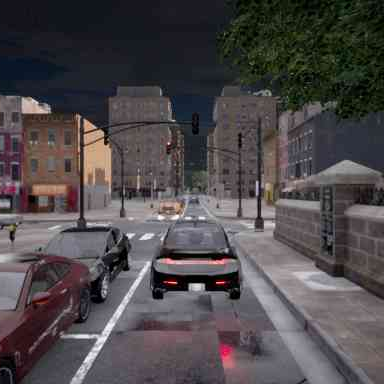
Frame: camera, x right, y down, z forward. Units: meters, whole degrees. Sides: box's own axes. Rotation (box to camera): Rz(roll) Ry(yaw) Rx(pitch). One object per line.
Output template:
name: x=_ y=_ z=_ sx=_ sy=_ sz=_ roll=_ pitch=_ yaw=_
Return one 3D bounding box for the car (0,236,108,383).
car: x=-2.632 y=1.582 z=4.545 sx=1.802 sy=1.307 sz=4.206 roll=0 pitch=0 yaw=0

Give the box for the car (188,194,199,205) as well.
car: x=0.343 y=1.509 z=60.418 sx=1.812 sy=1.442 sz=4.674 roll=0 pitch=0 yaw=0

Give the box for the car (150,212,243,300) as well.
car: x=0.093 y=1.491 z=8.386 sx=2.128 sy=1.511 sz=4.902 roll=0 pitch=0 yaw=0

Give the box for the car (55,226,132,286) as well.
car: x=-2.629 y=1.565 z=8.207 sx=1.947 sy=1.339 sz=4.313 roll=0 pitch=0 yaw=0

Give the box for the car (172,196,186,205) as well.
car: x=-2.238 y=1.473 z=58.640 sx=2.128 sy=1.511 sz=4.902 roll=0 pitch=0 yaw=0

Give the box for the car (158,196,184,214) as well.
car: x=-2.286 y=1.343 z=34.782 sx=2.097 sy=1.767 sz=4.553 roll=0 pitch=0 yaw=1

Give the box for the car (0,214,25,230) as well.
car: x=-13.315 y=1.728 z=21.118 sx=4.718 sy=1.301 sz=1.895 roll=-1 pitch=0 yaw=0
